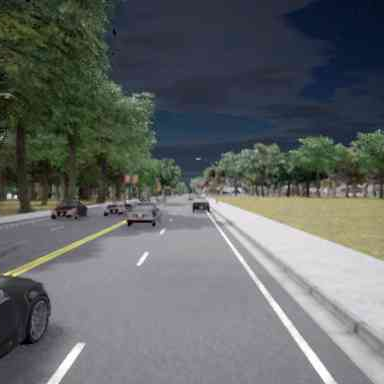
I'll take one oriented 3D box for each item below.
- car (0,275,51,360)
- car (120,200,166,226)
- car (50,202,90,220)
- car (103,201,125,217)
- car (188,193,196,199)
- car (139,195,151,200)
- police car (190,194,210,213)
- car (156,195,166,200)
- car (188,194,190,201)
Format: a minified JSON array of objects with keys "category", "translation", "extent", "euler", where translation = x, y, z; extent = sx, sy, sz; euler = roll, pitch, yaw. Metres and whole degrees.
[{"category":"car","translation":[-3.151,1.515,3.365],"extent":[1.812,1.442,4.674],"euler":[0,0,0]},{"category":"car","translation":[-3.153,1.484,22.658],"extent":[2.033,1.411,5.357],"euler":[0,0,0]},{"category":"car","translation":[-9.850,1.491,27.117],"extent":[1.994,1.385,4.181],"euler":[0,0,0]},{"category":"car","translation":[-6.599,1.485,30.023],"extent":[1.994,1.385,4.181],"euler":[0,0,0]},{"category":"car","translation":[-0.012,1.082,91.251],"extent":[2.097,1.767,4.553],"euler":[0,0,0]},{"category":"car","translation":[-9.759,1.410,68.828],"extent":[1.994,1.385,4.181],"euler":[0,0,0]},{"category":"police car","translation":[0.970,1.332,36.443],"extent":[1.930,1.638,5.238],"euler":[0,0,0]},{"category":"car","translation":[-6.509,1.368,70.588],"extent":[2.128,1.511,4.902],"euler":[0,0,0]},{"category":"car","translation":[-0.009,1.255,71.471],"extent":[2.033,1.411,5.357],"euler":[0,0,0]}]
